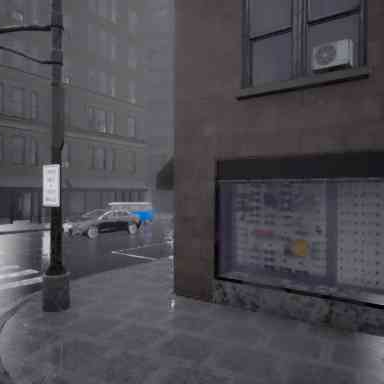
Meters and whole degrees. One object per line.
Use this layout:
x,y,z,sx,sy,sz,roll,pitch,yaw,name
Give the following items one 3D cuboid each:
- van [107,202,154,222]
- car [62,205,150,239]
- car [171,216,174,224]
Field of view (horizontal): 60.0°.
-4.536,1.636,24.198,1.690,1.788,3.998,-1,-1,35,van
-5.026,1.727,19.015,2.128,1.511,4.902,0,-1,35,car
0.230,1.947,26.477,1.994,1.385,4.181,0,-1,36,car
